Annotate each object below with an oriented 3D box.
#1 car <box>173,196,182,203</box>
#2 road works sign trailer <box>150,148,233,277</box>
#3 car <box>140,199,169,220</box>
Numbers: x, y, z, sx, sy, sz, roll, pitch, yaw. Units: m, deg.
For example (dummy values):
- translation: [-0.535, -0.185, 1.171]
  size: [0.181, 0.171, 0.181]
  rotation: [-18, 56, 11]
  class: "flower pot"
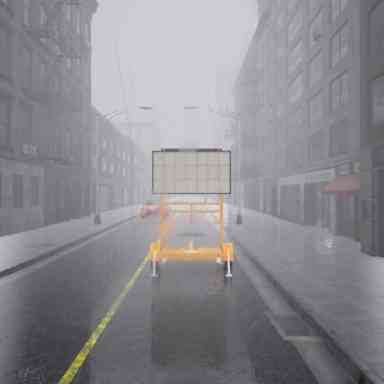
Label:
- translation: [-3.095, 1.654, 72.232]
  size: [1.812, 1.442, 4.674]
  rotation: [0, 0, 0]
  class: "car"
- translation: [-0.012, 0.468, 10.273]
  size: [2.380, 3.560, 2.880]
  rotation: [0, 0, 0]
  class: "road works sign trailer"
- translation: [-3.137, 1.374, 28.420]
  size: [2.097, 1.767, 4.553]
  rotation: [0, 0, 0]
  class: "car"
